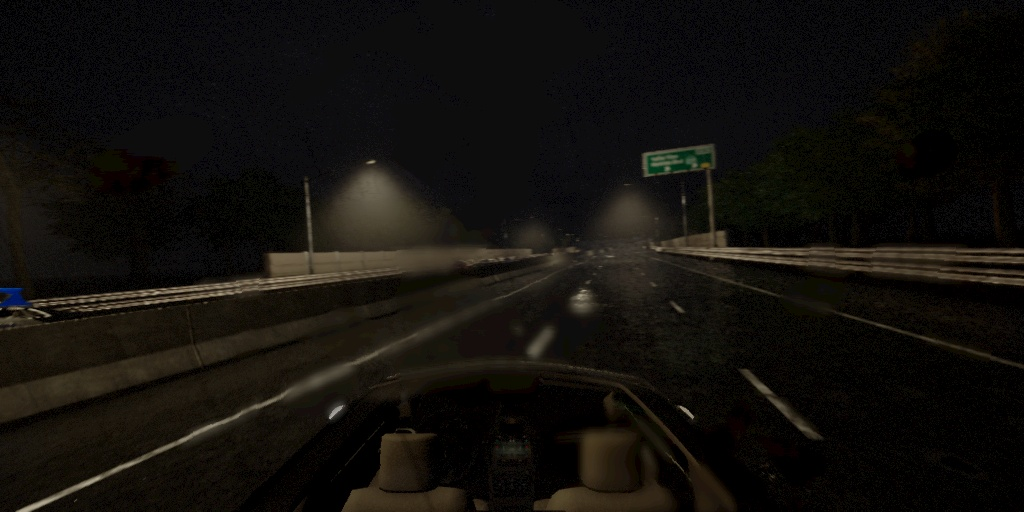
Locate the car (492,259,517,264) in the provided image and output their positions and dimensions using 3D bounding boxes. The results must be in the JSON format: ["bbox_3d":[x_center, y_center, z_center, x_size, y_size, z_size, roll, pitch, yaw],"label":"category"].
[{"bbox_3d":[-0.407,1.110,48.583,2.033,1.411,5.357,-4,0,17],"label":"car"}]

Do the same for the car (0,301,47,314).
[{"bbox_3d":[-15.329,2.250,9.858,1.837,1.490,4.892,-4,0,16],"label":"car"}]

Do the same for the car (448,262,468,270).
[{"bbox_3d":[-7.330,1.584,49.831,1.994,1.385,4.181,-4,0,17],"label":"car"}]

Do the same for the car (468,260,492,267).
[{"bbox_3d":[-3.700,1.267,49.791,2.128,1.511,4.902,-4,0,17],"label":"car"}]

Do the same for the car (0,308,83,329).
[{"bbox_3d":[-12.275,2.149,7.821,1.895,1.301,4.718,-4,0,16],"label":"car"}]

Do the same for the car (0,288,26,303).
[{"bbox_3d":[-18.719,2.190,10.776,2.150,2.045,5.566,-4,0,16],"label":"car"}]
